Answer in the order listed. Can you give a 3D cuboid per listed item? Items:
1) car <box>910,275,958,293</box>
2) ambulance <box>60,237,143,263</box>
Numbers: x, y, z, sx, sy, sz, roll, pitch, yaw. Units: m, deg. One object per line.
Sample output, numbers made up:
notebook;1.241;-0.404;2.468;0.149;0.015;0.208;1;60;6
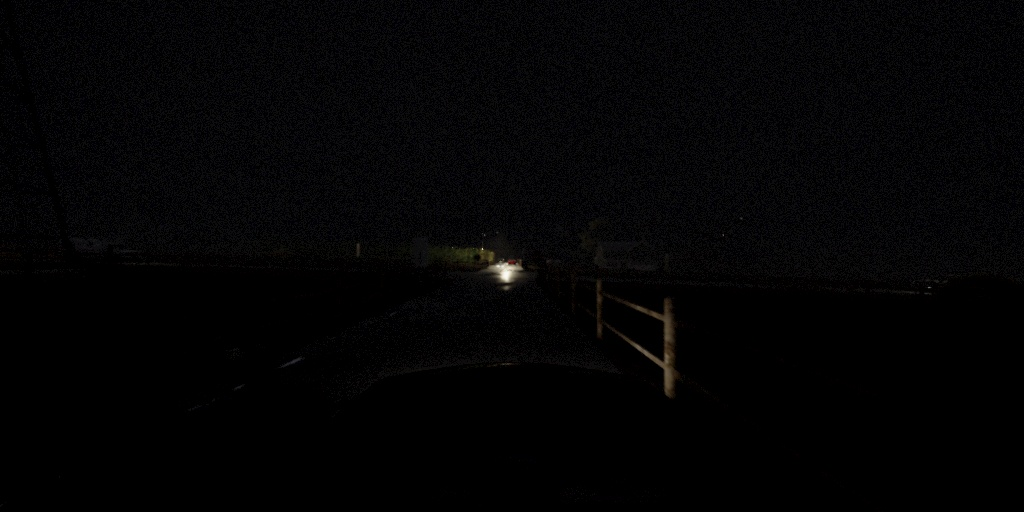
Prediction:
car;49.200;3.166;41.095;5.566;2.045;2.150;3;0;-1
ambulance;-42.195;-0.596;37.093;6.366;2.431;2.351;2;0;-1
